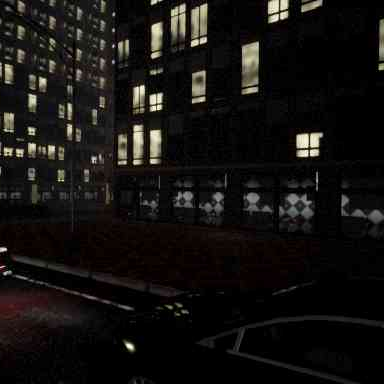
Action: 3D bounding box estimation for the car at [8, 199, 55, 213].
[{"bbox_3d":[-19.144,1.642,39.917,1.752,1.417,4.829,1,0,36],"label":"car"}]

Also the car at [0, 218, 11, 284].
[{"bbox_3d":[-6.346,1.487,8.185,4.902,1.511,2.128,0,0,36],"label":"car"}]

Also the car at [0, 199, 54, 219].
[{"bbox_3d":[-15.635,1.519,30.546,2.192,1.841,5.009,1,0,36],"label":"car"}]

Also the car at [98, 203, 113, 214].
[{"bbox_3d":[-8.849,1.830,39.766,1.752,1.417,4.829,1,0,36],"label":"car"}]

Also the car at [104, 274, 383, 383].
[{"bbox_3d":[1.335,1.491,2.728,4.902,1.511,2.128,0,0,35],"label":"car"}]
